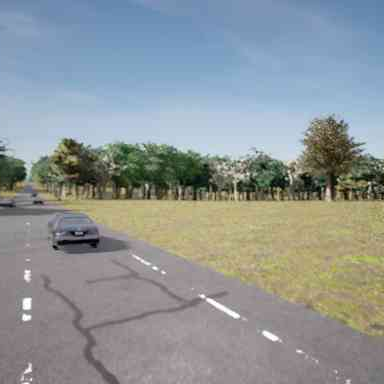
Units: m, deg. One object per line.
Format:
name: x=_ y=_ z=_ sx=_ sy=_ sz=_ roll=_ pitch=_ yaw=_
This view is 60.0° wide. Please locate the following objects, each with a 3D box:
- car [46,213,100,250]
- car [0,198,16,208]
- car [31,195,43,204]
car: x=-5.484 y=1.661 z=15.122 sx=2.033 sy=1.411 sz=5.357 roll=1 pitch=-1 yaw=-26
car: x=-29.022 y=1.763 z=52.366 sx=1.882 sy=1.535 sz=5.008 roll=1 pitch=0 yaw=-19
car: x=-33.487 y=1.961 z=72.334 sx=1.895 sy=1.301 sz=4.718 roll=1 pitch=0 yaw=-26
